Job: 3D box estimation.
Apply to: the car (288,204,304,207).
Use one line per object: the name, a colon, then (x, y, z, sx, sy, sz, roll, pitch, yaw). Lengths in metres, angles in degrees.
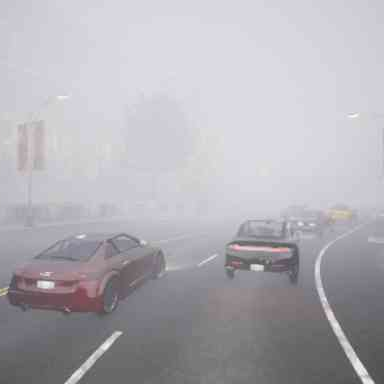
car: (9.358, 1.775, 29.108, 2.033, 1.411, 5.357, 0, 0, 34)

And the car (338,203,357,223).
car: (12.510, 1.690, 27.695, 1.801, 1.575, 5.366, 0, 0, 34)

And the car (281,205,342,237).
car: (6.891, 1.701, 19.102, 2.033, 1.411, 5.357, 0, 0, 33)

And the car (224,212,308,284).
car: (2.265, 1.565, 10.009, 2.128, 1.511, 4.902, 0, -1, 18)

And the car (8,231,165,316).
car: (-2.087, 1.604, 7.758, 1.994, 1.385, 4.181, 0, 0, 13)
